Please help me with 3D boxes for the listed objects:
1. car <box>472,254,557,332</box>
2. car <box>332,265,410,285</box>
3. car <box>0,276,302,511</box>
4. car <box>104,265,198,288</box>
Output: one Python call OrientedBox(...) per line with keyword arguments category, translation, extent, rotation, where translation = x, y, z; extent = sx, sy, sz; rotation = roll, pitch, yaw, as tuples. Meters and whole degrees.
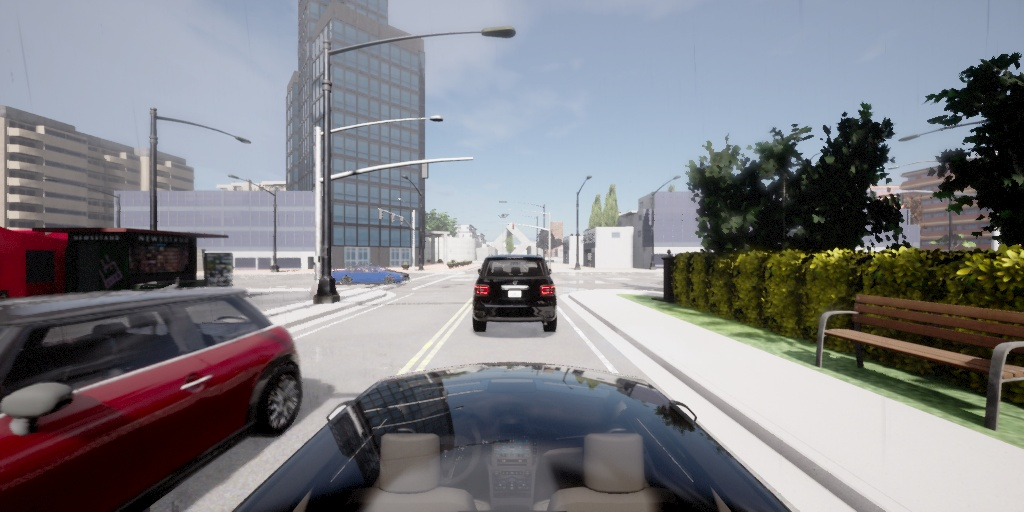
OrientedBox(category="car", translation=(0.082, 0.971, 10.991), extent=(2.150, 2.045, 5.566), rotation=(0, 0, 0))
OrientedBox(category="car", translation=(-10.281, 1.350, 26.134), extent=(5.357, 1.411, 2.033), rotation=(0, 0, 0))
OrientedBox(category="car", translation=(-3.588, 1.102, 2.416), extent=(2.097, 1.767, 4.553), rotation=(0, 0, 0))
OrientedBox(category="car", translation=(-26.109, 1.477, 26.040), extent=(4.892, 1.490, 1.837), rotation=(-1, 0, 0))
